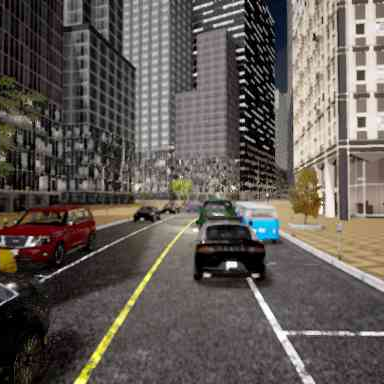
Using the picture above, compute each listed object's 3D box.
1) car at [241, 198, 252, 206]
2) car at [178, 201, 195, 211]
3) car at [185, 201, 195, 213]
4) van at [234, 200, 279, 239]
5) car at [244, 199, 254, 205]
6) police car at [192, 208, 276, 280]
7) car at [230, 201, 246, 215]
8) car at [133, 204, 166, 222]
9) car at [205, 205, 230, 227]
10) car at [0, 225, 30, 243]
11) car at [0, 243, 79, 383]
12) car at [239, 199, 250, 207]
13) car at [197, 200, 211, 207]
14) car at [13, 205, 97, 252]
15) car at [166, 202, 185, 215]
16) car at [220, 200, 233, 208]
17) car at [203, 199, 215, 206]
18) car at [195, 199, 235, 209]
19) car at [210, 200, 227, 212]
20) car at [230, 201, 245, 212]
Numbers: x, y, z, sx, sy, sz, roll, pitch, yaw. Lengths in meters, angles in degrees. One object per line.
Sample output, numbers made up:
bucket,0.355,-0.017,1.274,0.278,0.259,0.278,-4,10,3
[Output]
car,12.170,2.182,74.141,1.967,1.590,4.097,1,0,15
car,-0.802,2.116,51.739,1.802,1.307,4.206,1,0,10
car,0.420,1.991,43.662,2.033,1.411,5.357,0,-1,8
van,3.238,1.507,16.697,1.690,1.788,3.998,1,0,4
car,13.614,2.343,79.594,1.887,1.381,4.507,1,0,16
police car,1.030,1.531,10.420,1.930,1.638,5.238,0,-1,2
car,5.544,1.923,40.313,1.752,1.417,4.829,1,0,8
car,-3.832,1.867,29.200,1.947,1.339,4.313,1,0,6
car,2.027,1.788,26.162,1.812,1.442,4.674,0,-1,5
car,-5.214,1.589,6.228,1.752,1.417,4.829,1,-1,1
car,-2.785,1.516,2.416,2.128,1.511,4.902,0,-1,1
car,10.811,2.249,68.617,1.947,1.339,4.313,1,0,13
car,2.495,2.277,68.248,1.947,1.339,4.313,1,0,13
car,-5.021,1.439,12.063,2.192,1.841,5.009,1,-1,2
car,-2.519,1.984,40.525,1.947,1.339,4.313,1,0,8
car,6.446,2.222,61.625,1.895,1.301,4.718,0,-1,13
car,3.726,2.294,73.433,1.752,1.417,4.829,1,0,14
car,1.557,1.427,20.258,2.150,2.045,5.566,0,-1,4
car,3.837,1.949,47.124,1.882,1.535,5.008,0,-1,10
car,6.368,2.018,45.929,1.947,1.339,4.313,1,0,9
